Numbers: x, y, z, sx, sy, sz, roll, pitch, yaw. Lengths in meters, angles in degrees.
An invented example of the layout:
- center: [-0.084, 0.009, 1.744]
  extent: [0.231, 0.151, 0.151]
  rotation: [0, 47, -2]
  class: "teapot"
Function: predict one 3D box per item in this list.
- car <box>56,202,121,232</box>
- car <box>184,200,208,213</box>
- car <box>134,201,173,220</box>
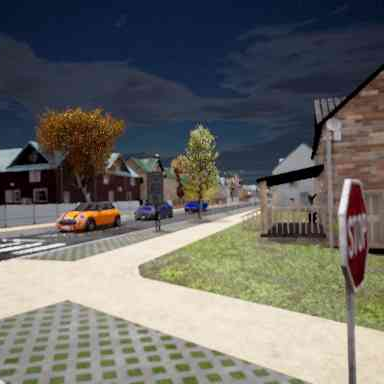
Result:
- center: [-6.429, 1.470, 21.065]
  extent: [2.097, 1.767, 4.553]
  rotation: [-2, -1, 19]
  class: "car"
- center: [0.565, 1.785, 41.777]
  extent: [1.882, 1.535, 5.008]
  rotation: [-2, -1, 19]
  class: "car"
- center: [-3.399, 1.550, 30.056]
  extent: [2.097, 1.767, 4.553]
  rotation: [-2, -1, 19]
  class: "car"
